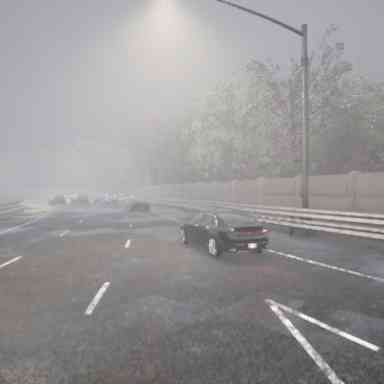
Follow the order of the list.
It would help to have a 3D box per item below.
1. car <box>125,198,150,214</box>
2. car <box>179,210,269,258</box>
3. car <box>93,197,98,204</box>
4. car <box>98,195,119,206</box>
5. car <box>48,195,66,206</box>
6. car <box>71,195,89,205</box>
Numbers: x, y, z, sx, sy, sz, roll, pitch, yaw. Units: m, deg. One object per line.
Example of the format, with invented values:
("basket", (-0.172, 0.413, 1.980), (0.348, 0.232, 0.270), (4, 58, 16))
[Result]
("car", (-5.752, 1.378, 34.761), (1.882, 1.535, 5.008), (0, 0, -19))
("car", (1.006, 1.447, 12.732), (1.837, 1.490, 4.892), (-1, 0, -22))
("car", (-15.255, 1.414, 56.308), (2.033, 1.411, 5.357), (0, 0, -32))
("car", (-12.712, 1.396, 51.578), (1.812, 1.442, 4.674), (0, 0, -28))
("car", (-21.585, 1.269, 53.147), (2.097, 1.767, 4.553), (0, 0, -32))
("car", (-18.569, 1.244, 54.925), (2.097, 1.767, 4.553), (0, 0, -32))
